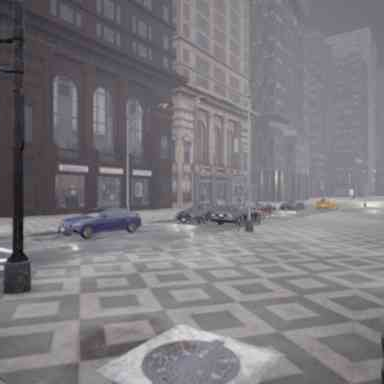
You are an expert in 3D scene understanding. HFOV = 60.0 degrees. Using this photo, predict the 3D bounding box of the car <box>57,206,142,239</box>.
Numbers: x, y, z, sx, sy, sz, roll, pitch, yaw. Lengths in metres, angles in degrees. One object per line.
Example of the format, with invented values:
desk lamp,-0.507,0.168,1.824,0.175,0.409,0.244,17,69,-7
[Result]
car,-4.694,1.507,17.535,1.812,1.442,4.674,0,0,37

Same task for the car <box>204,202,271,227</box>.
car,3.320,1.566,23.202,2.033,1.411,5.357,0,0,35

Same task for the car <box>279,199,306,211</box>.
car,12.772,1.616,41.833,2.033,1.411,5.357,0,0,36

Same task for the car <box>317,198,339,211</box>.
car,17.798,1.566,43.500,1.882,1.535,5.008,0,0,36

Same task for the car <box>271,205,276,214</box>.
car,6.734,1.641,33.487,1.895,1.301,4.718,0,0,36

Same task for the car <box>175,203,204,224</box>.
car,0.970,1.559,25.448,2.033,1.411,5.357,0,0,36
